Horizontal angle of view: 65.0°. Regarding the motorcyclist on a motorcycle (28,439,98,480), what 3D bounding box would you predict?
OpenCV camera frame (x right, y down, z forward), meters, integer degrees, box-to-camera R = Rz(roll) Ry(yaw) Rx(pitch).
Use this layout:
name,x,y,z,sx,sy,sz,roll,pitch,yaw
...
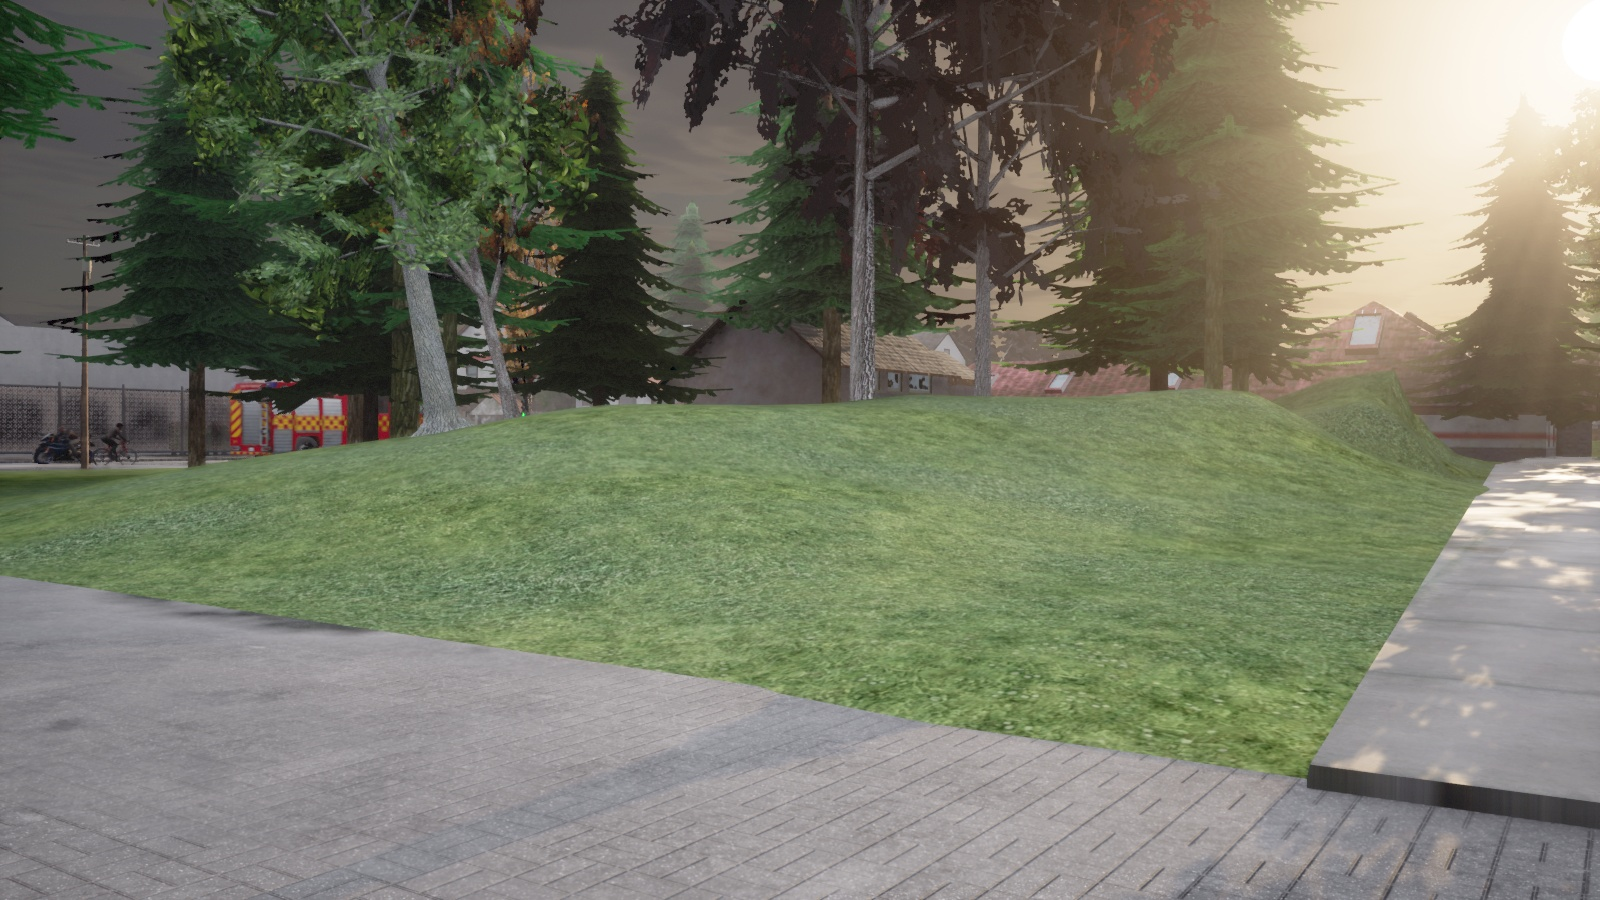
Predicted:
name,x,y,z,sx,sy,sz,roll,pitch,yaw
motorcyclist on a motorcycle,-28.704,0.358,48.941,0.866,1.530,2.191,0,0,34

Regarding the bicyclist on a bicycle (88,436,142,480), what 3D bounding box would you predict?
name,x,y,z,sx,sy,sz,roll,pitch,yaw
bicyclist on a bicycle,-25.425,0.278,46.648,0.582,1.620,1.656,0,0,34

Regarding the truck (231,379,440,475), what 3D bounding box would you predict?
name,x,y,z,sx,sy,sz,roll,pitch,yaw
truck,-20.023,-0.999,54.765,2.891,3.827,8.468,0,1,32
